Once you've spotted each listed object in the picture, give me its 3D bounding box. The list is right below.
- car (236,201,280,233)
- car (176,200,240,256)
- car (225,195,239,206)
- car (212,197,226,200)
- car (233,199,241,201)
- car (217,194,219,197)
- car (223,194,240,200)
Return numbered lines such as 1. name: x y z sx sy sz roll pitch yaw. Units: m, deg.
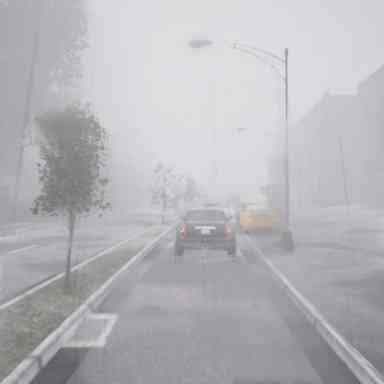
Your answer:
1. car: 3.851 1.498 19.598 2.097 1.535 5.008 0 0 4
2. car: 0.563 1.356 13.370 2.097 1.767 4.553 0 0 3
3. car: 6.957 1.421 58.185 2.185 1.767 4.553 0 0 5
4. car: 1.839 1.530 31.444 2.128 1.511 4.902 0 0 5
5. car: 4.271 1.537 25.082 2.163 1.488 4.792 0 0 4
6. car: 8.834 1.579 91.664 2.163 1.488 4.792 0 0 2
7. car: 6.514 1.291 52.717 2.435 2.045 5.566 0 0 5
